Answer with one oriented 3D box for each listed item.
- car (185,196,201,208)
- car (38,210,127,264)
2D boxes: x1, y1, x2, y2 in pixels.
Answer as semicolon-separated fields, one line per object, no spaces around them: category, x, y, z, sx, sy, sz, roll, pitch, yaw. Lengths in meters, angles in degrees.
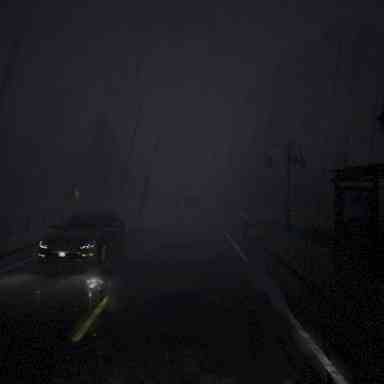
car;0.104;1.222;43.538;1.882;1.535;5.008;0;0;0
car;-3.560;1.435;11.600;1.837;1.490;4.892;0;1;1
